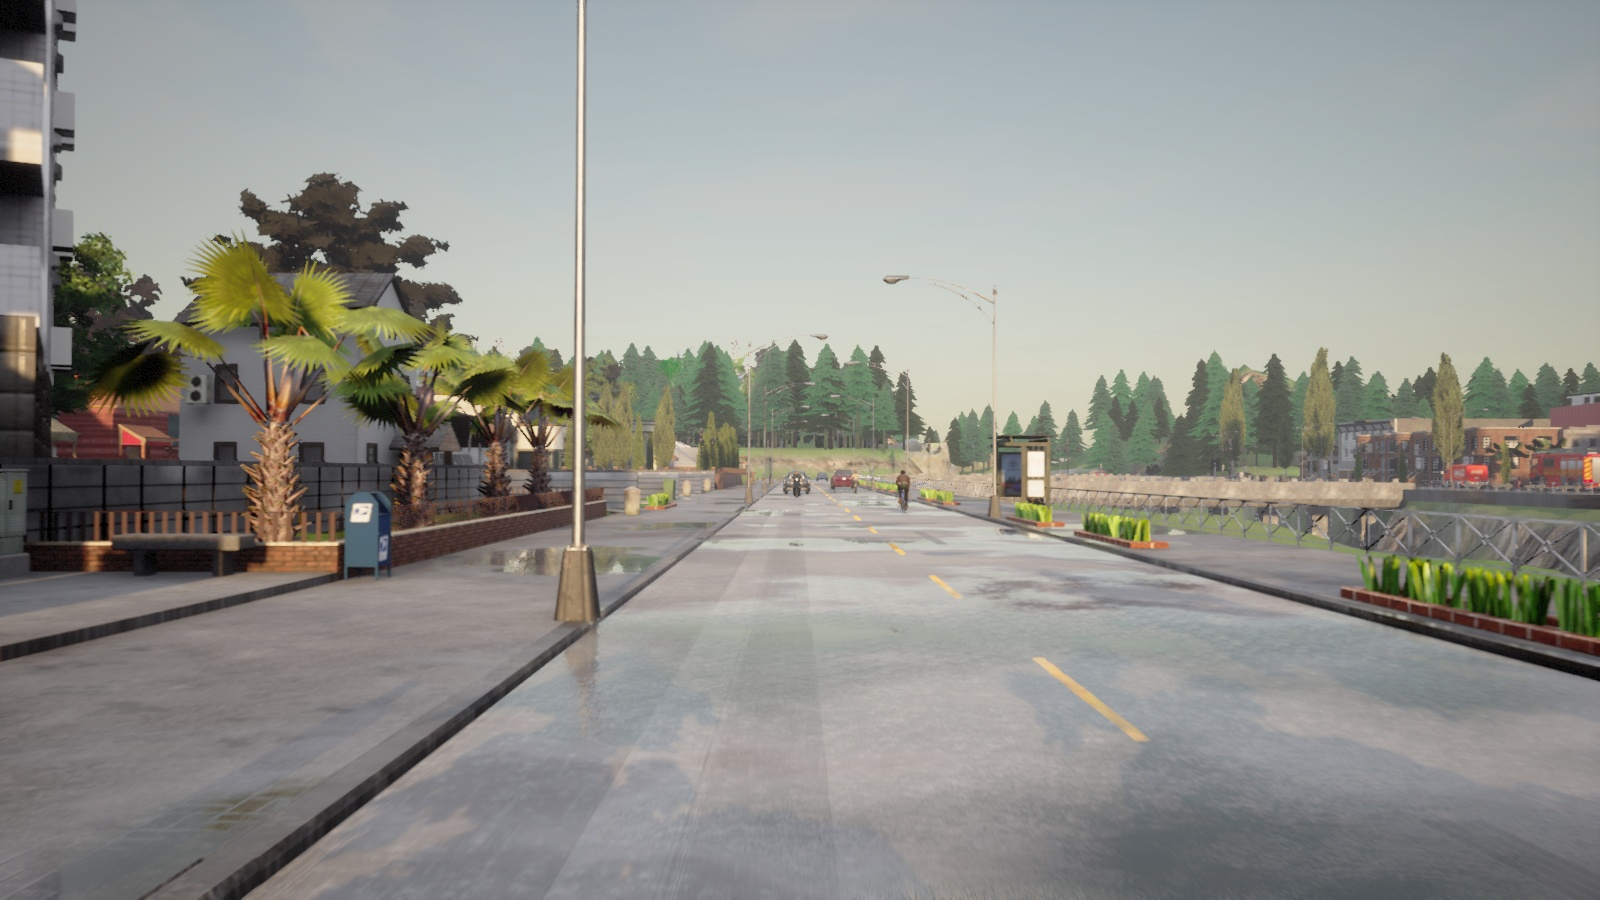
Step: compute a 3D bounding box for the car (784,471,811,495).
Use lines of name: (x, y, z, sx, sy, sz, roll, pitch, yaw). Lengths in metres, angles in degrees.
car: (-0.201, 2.220, 85.152, 1.789, 1.549, 3.705, 0, -1, 0)
